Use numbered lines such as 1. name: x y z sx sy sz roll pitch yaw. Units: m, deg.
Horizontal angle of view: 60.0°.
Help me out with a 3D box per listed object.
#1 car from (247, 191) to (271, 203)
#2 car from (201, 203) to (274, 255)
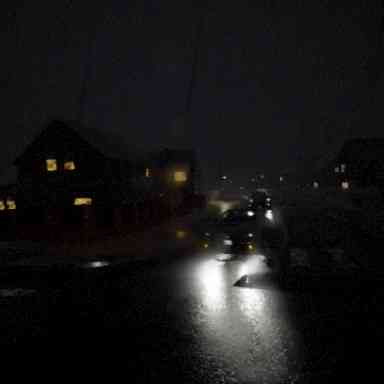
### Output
1. car: 6.389 0.729 31.783 2.097 1.767 4.553 -2 0 10
2. car: 1.804 1.321 12.158 1.994 1.385 4.181 -1 1 21
